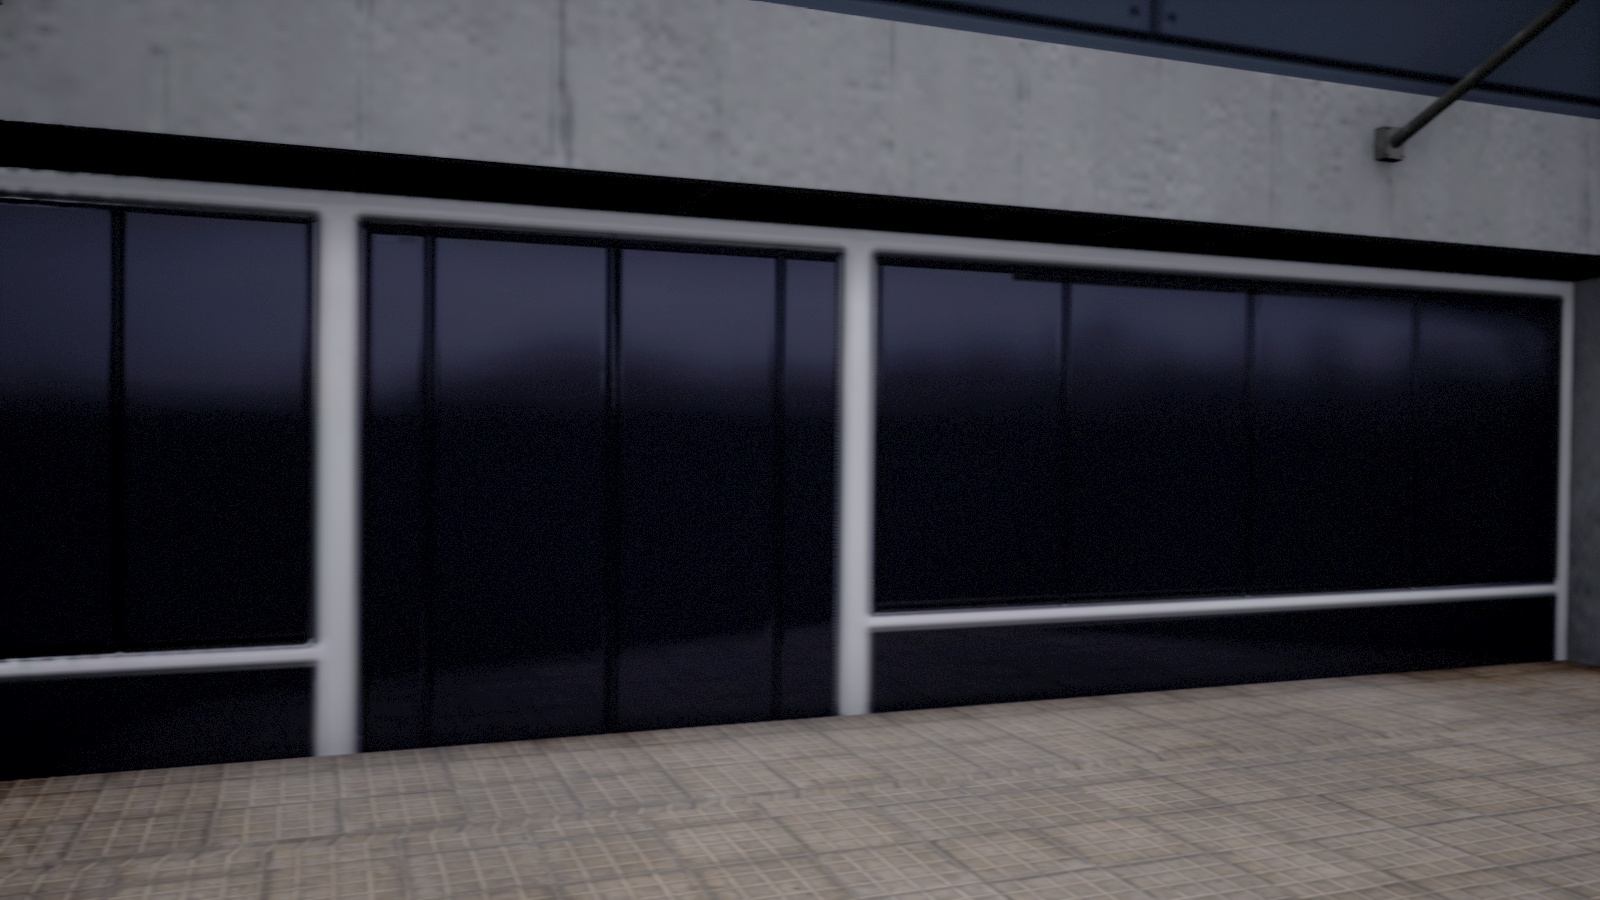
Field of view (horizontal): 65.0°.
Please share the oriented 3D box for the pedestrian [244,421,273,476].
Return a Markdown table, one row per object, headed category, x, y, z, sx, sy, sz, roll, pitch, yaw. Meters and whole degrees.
| category | x | y | z | sx | sy | sz | roll | pitch | yaw |
| --- | --- | --- | --- | --- | --- | --- | --- | --- | --- |
| pedestrian | -18.970 | -0.052 | 43.994 | 0.849 | 1.883 | 0.563 | -1 | 1 | -18 |
